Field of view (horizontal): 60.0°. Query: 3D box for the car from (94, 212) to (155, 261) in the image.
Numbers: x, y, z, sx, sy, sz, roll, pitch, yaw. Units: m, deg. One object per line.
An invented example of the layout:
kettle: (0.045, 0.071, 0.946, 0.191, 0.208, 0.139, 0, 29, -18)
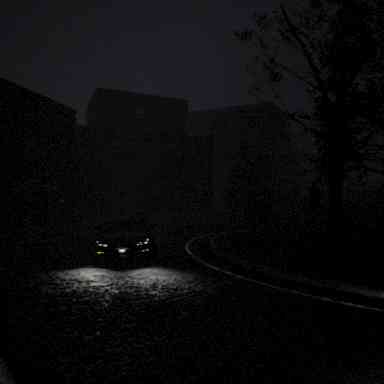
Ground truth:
car: (-2.412, 1.538, 12.478, 1.837, 1.490, 4.892, -2, 0, -7)
